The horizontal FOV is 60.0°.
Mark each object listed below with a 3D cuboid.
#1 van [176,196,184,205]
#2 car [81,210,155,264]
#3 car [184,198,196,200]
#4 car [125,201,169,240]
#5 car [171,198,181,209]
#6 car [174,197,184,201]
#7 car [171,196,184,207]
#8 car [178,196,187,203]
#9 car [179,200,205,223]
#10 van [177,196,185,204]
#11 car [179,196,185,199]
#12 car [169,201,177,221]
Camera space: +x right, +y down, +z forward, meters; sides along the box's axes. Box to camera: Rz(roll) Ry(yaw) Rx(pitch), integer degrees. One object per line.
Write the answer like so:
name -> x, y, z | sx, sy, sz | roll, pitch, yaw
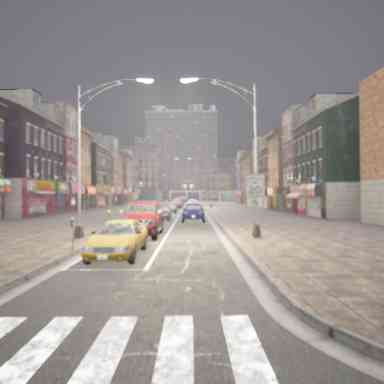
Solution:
van -> -2.602, 1.862, 72.233 | 1.690, 1.788, 3.998 | 0, 0, 0
car -> -2.635, 1.609, 12.178 | 1.752, 1.417, 4.829 | 0, 0, 0
car -> 0.096, 1.883, 52.713 | 1.812, 1.442, 4.674 | 0, 0, 0
car -> -2.632, 1.436, 17.792 | 2.192, 1.841, 5.009 | 0, 0, 0
car -> -2.620, 1.803, 39.397 | 1.752, 1.417, 4.829 | 0, 0, 0
car -> -2.614, 1.907, 50.455 | 1.887, 1.381, 4.507 | 0, 0, 0
car -> -2.608, 1.758, 61.345 | 2.192, 1.841, 5.009 | 0, 0, 0
car -> -2.592, 1.945, 88.565 | 2.192, 1.841, 5.009 | 0, 0, 0
car -> 0.109, 1.692, 27.384 | 1.812, 1.442, 4.674 | 0, 0, 0
van -> -2.599, 1.899, 77.677 | 1.690, 1.788, 3.998 | 0, 0, 0
car -> -2.611, 1.843, 55.900 | 1.967, 1.590, 4.097 | 0, 0, 0
car -> -2.626, 1.748, 28.679 | 2.008, 1.369, 4.403 | 0, 0, 0
